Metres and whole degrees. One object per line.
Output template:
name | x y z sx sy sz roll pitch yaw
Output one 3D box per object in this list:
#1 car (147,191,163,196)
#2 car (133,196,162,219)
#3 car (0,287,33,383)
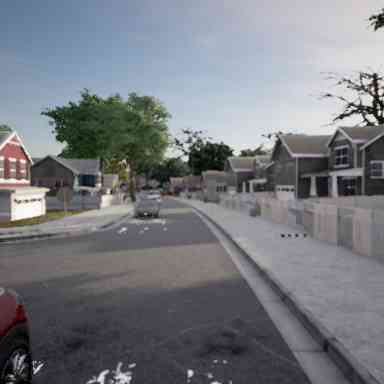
car | -5.802 0.850 51.500 2.150 2.045 5.566 0 1 -7
car | -3.543 1.338 26.733 1.837 1.490 4.892 0 1 -3
car | -2.755 1.334 1.644 2.097 1.767 4.553 0 1 0
